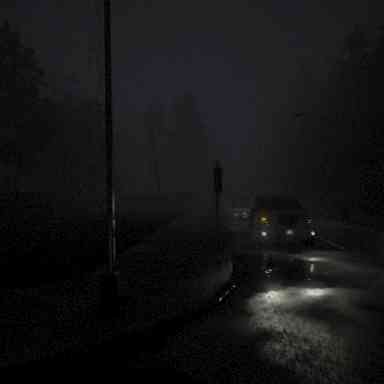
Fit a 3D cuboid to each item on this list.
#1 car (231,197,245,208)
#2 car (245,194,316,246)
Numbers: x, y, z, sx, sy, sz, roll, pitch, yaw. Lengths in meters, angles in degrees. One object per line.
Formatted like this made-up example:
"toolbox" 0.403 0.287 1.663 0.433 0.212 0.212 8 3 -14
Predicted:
"car" 6.221 1.382 44.445 2.033 1.411 5.357 -1 0 5
"car" 3.842 1.135 15.115 2.150 2.045 5.566 -1 0 5
